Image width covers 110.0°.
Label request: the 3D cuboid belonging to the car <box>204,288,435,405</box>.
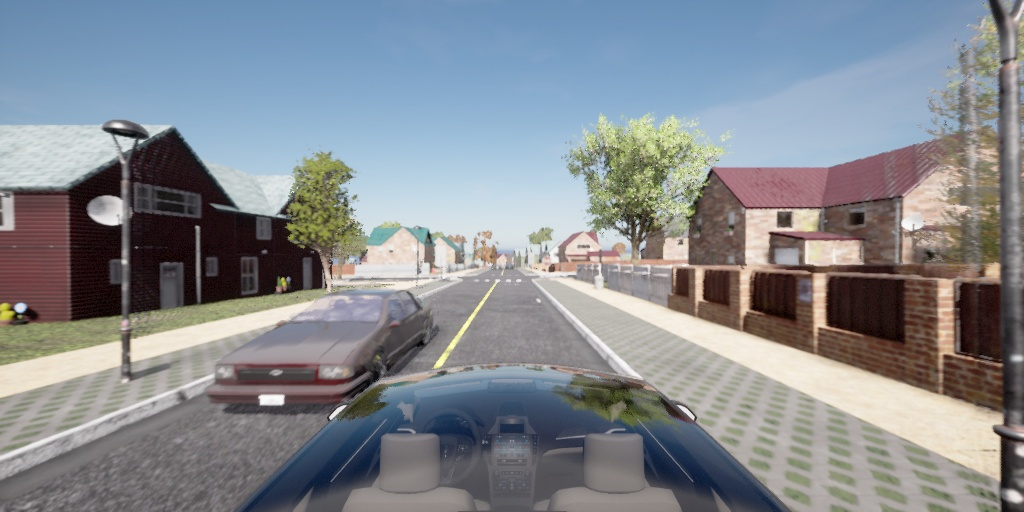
[{"bbox_3d":[-2.850,1.350,6.920,2.033,1.411,5.357,0,-1,0],"label":"car"}]
